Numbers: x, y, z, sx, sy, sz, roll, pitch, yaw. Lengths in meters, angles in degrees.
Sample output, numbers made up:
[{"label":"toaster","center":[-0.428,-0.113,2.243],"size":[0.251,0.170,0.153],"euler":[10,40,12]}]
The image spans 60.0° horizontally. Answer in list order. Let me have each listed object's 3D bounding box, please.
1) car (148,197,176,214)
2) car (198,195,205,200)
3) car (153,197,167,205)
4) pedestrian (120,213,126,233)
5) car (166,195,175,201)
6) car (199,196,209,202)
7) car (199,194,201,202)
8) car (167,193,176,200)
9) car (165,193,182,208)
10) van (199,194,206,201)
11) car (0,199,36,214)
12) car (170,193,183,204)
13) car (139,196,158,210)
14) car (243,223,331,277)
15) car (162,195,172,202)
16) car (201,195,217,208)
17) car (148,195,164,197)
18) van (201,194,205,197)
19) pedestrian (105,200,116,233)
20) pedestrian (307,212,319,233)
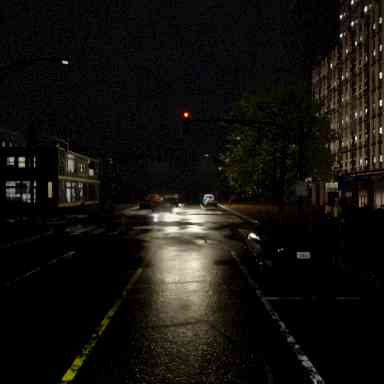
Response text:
[{"label":"car","center":[-3.088,1.566,35.043],"size":[1.994,1.385,4.181],"euler":[0,0,0]},{"label":"car","center":[2.721,1.534,92.731],"size":[1.752,1.417,4.829],"euler":[0,0,0]},{"label":"car","center":[-5.670,1.555,59.255],"size":[2.008,1.369,4.403],"euler":[0,0,0]},{"label":"pedestrian","center":[-3.763,1.675,18.394],"size":[0.500,1.100,0.500],"euler":[0,0,0]},{"label":"car","center":[-5.662,1.559,87.010],"size":[2.008,1.369,4.403],"euler":[0,0,0]},{"label":"car","center":[2.715,1.572,75.908],"size":[1.947,1.339,4.313],"euler":[0,0,0]},{"label":"car","center":[2.712,1.556,64.806],"size":[2.008,1.369,4.403],"euler":[0,0,0]},{"label":"car","center":[-5.660,1.324,92.561],"size":[2.192,1.841,5.009],"euler":[0,0,0]},{"label":"car","center":[-3.084,1.226,49.691],"size":[2.150,2.045,5.566],"euler":[0,0,0]},{"label":"van","center":[2.720,1.349,87.010],"size":[1.690,1.788,3.998],"euler":[0,0,0]},{"label":"car","center":[-17.260,1.372,31.608],"size":[4.507,1.381,1.887],"euler":[1,-1,-1]},{"label":"car","center":[-3.022,1.221,65.088],"size":[2.150,2.045,5.566],"euler":[0,1,1]},{"label":"car","center":[-5.675,1.585,42.602],"size":[1.802,1.307,4.206],"euler":[0,0,0]},{"label":"car","center":[2.697,1.566,10.123],"size":[1.947,1.339,4.313],"euler":[0,0,0]},{"label":"car","center":[-5.665,1.532,75.738],"size":[1.752,1.417,4.829],"euler":[0,0,0]},{"label":"car","center":[2.707,1.529,48.322],"size":[1.752,1.417,4.829],"euler":[0,0,0]},{"label":"car","center":[-5.672,1.318,48.153],"size":[2.192,1.841,5.009],"euler":[0,0,0]},{"label":"van","center":[2.710,1.345,53.704],"size":[1.690,1.788,3.998],"euler":[0,0,0]},{"label":"pedestrian","center":[-4.373,1.295,17.804],"size":[0.375,1.860,0.375],"euler":[0,0,0]},{"label":"pedestrian","center":[6.162,1.522,17.092],"size":[0.500,1.100,0.500],"euler":[0,0,0]}]
